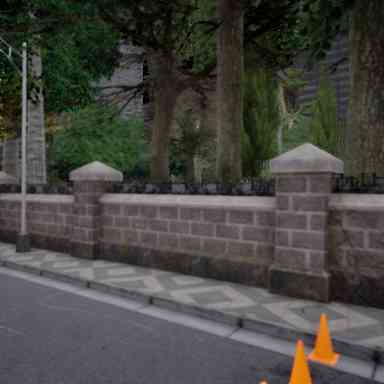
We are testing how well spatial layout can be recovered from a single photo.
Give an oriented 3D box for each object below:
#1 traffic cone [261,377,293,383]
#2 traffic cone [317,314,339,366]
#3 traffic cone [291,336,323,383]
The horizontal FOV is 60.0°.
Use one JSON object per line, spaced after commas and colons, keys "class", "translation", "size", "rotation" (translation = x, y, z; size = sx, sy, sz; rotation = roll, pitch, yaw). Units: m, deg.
{"class": "traffic cone", "translation": [0.632, 1.959, 2.907], "size": [0.340, 0.580, 0.340], "rotation": [0, 0, 35]}
{"class": "traffic cone", "translation": [1.793, 1.959, 4.536], "size": [0.340, 0.580, 0.340], "rotation": [0, 0, 35]}
{"class": "traffic cone", "translation": [1.212, 1.959, 3.721], "size": [0.340, 0.580, 0.340], "rotation": [0, 0, 35]}
